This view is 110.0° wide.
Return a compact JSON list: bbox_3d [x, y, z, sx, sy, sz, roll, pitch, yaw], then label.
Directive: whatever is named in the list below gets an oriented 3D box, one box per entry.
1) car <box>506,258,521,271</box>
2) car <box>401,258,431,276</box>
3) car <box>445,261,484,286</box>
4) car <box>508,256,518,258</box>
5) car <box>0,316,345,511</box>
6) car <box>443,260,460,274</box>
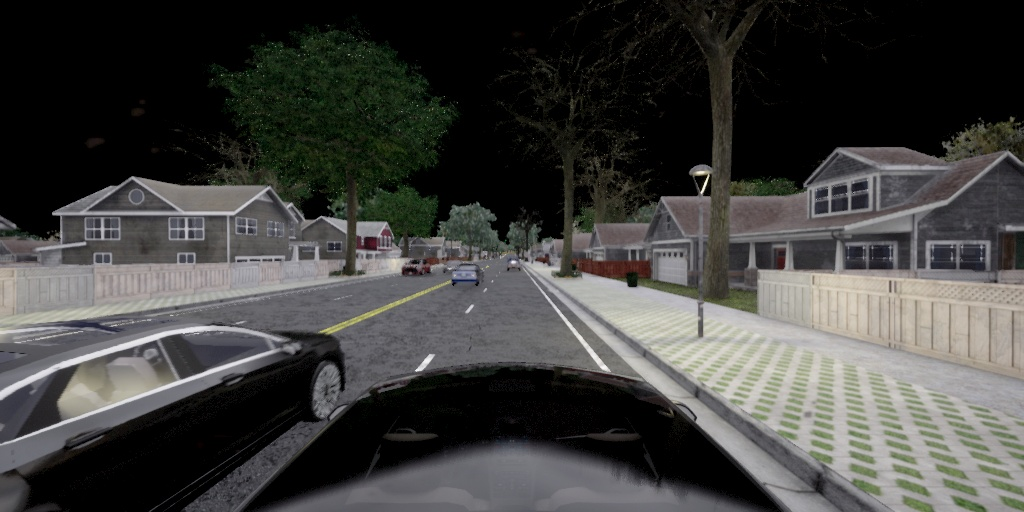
[{"bbox_3d":[0.271,1.279,48.349,2.033,1.411,5.357,0,0,1],"label":"car"},{"bbox_3d":[-9.718,1.085,36.641,2.097,1.767,4.553,0,0,0],"label":"car"},{"bbox_3d":[-3.061,1.283,25.427,2.033,1.411,5.357,0,0,0],"label":"car"},{"bbox_3d":[0.230,0.950,62.674,2.150,2.045,5.566,0,0,0],"label":"car"},{"bbox_3d":[-3.149,1.239,2.875,2.128,1.511,4.902,0,0,0],"label":"car"},{"bbox_3d":[-6.455,1.224,39.953,2.128,1.511,4.902,0,0,0],"label":"car"}]
